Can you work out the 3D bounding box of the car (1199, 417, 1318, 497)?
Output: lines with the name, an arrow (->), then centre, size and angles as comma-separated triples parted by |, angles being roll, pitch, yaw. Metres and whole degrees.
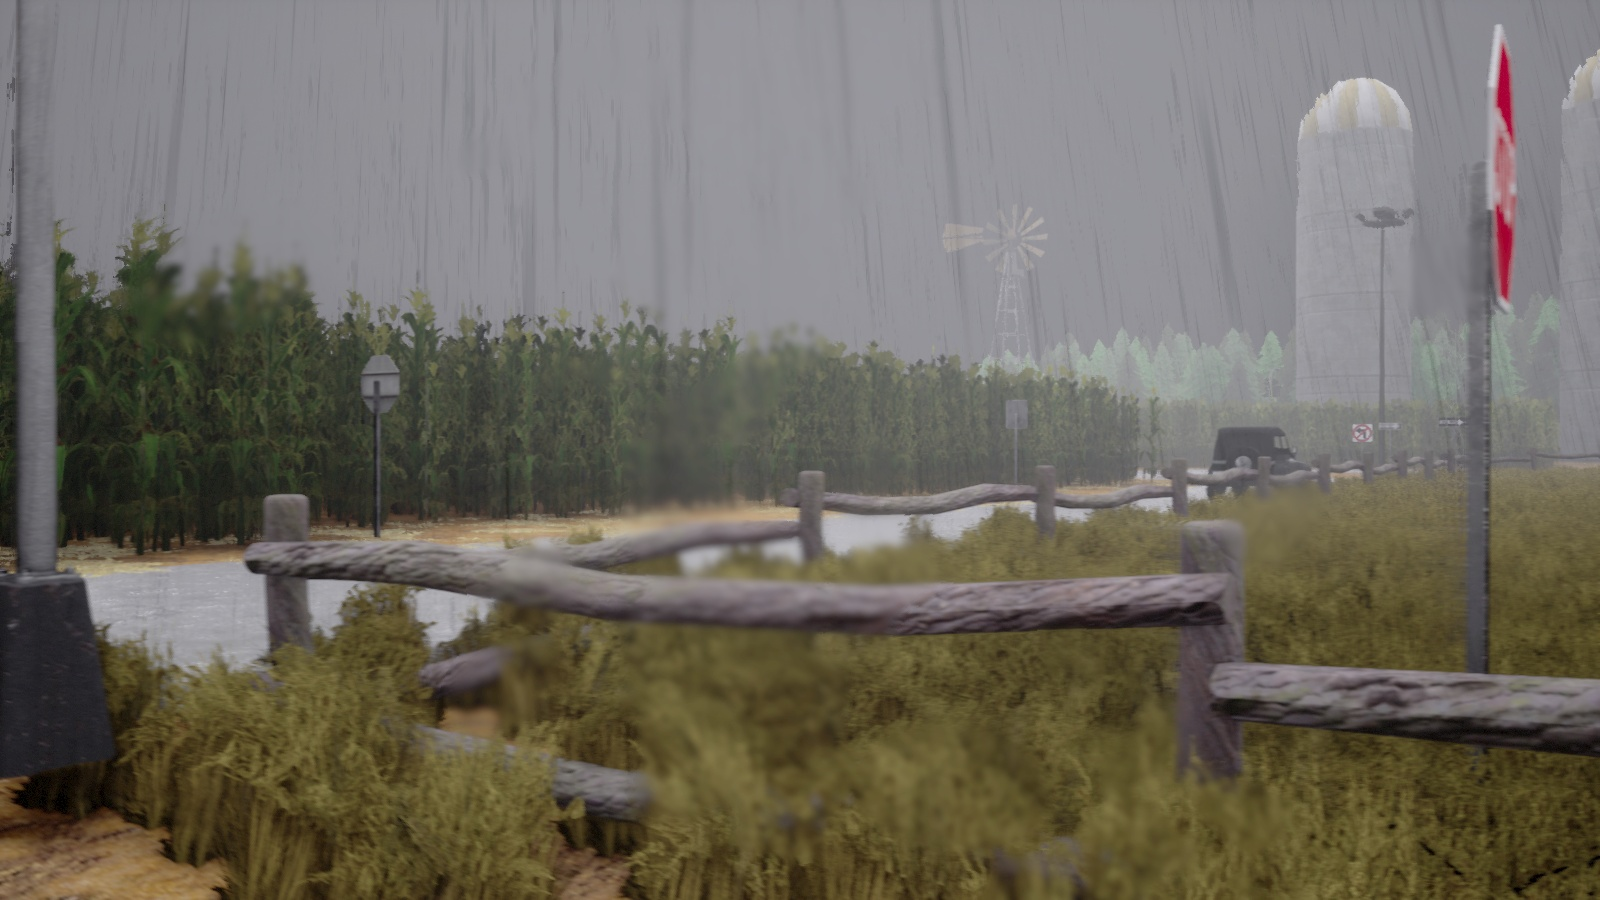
car -> 11.553, 0.146, 31.474 | 1.905, 1.878, 3.866 | -1, 0, 34
